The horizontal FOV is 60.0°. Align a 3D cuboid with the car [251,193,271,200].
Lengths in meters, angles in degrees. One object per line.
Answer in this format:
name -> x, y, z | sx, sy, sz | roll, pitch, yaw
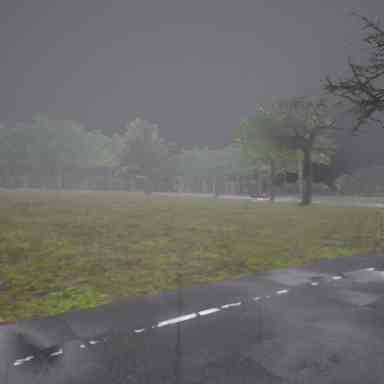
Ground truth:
car -> 16.128, 0.959, 77.340 | 2.033, 1.411, 5.357 | 0, 2, -35
